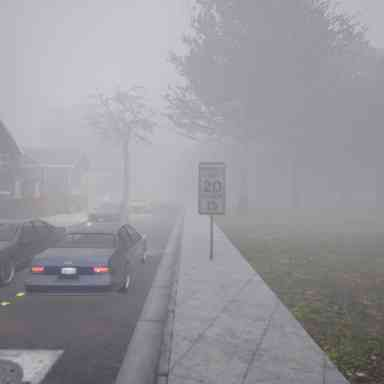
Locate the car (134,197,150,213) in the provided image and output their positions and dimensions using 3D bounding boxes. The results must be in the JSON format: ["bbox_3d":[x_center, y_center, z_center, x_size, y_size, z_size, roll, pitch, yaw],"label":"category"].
[{"bbox_3d":[-5.518,1.332,34.917,1.882,1.535,5.008,0,1,-1],"label":"car"}]

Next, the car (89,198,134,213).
[{"bbox_3d":[-5.366,1.375,21.971,1.882,1.535,5.008,0,0,-1],"label":"car"}]

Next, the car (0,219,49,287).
[{"bbox_3d":[-5.200,1.490,9.415,2.033,1.411,5.357,0,0,-1],"label":"car"}]

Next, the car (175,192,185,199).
[{"bbox_3d":[-3.472,0.940,92.678,2.150,2.045,5.566,0,0,-1],"label":"car"}]

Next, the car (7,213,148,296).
[{"bbox_3d":[-2.340,1.512,8.732,2.033,1.411,5.357,0,0,-1],"label":"car"}]
